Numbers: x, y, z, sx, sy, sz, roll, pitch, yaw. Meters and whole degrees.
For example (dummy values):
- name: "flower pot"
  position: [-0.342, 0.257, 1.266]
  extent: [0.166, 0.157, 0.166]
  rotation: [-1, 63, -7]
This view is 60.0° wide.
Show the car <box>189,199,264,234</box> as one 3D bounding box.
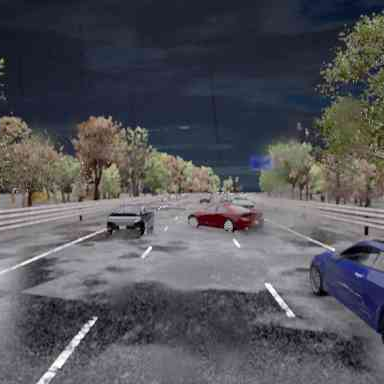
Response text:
- name: "car"
  position: [1.783, 1.387, 18.953]
  extent: [1.882, 1.535, 5.008]
  rotation: [0, 0, -37]

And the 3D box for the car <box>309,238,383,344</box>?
- name: "car"
  position: [3.526, 1.497, 5.571]
  extent: [1.812, 1.442, 4.674]
  rotation: [0, 0, 0]

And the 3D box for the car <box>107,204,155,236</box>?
- name: "car"
  position: [-3.153, 1.405, 17.855]
  extent: [2.128, 1.511, 4.902]
  rotation: [0, 0, 1]

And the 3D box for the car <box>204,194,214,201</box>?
- name: "car"
  position: [4.074, 1.228, 78.652]
  extent: [2.033, 1.411, 5.357]
  rotation: [0, 0, 6]

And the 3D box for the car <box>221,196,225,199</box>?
- name: "car"
  position: [4.487, 1.325, 38.187]
  extent: [2.128, 1.511, 4.902]
  rotation: [0, 0, 3]

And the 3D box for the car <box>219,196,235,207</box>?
- name: "car"
  position: [5.111, 1.338, 49.048]
  extent: [2.033, 1.411, 5.357]
  rotation: [0, 0, 4]

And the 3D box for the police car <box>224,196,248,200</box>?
- name: "police car"
  position: [4.018, 1.299, 27.430]
  extent: [1.930, 1.638, 5.238]
  rotation: [0, 0, 2]

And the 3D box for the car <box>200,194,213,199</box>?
- name: "car"
  position: [2.450, 1.350, 61.095]
  extent: [1.895, 1.301, 4.718]
  rotation: [0, 0, 5]
